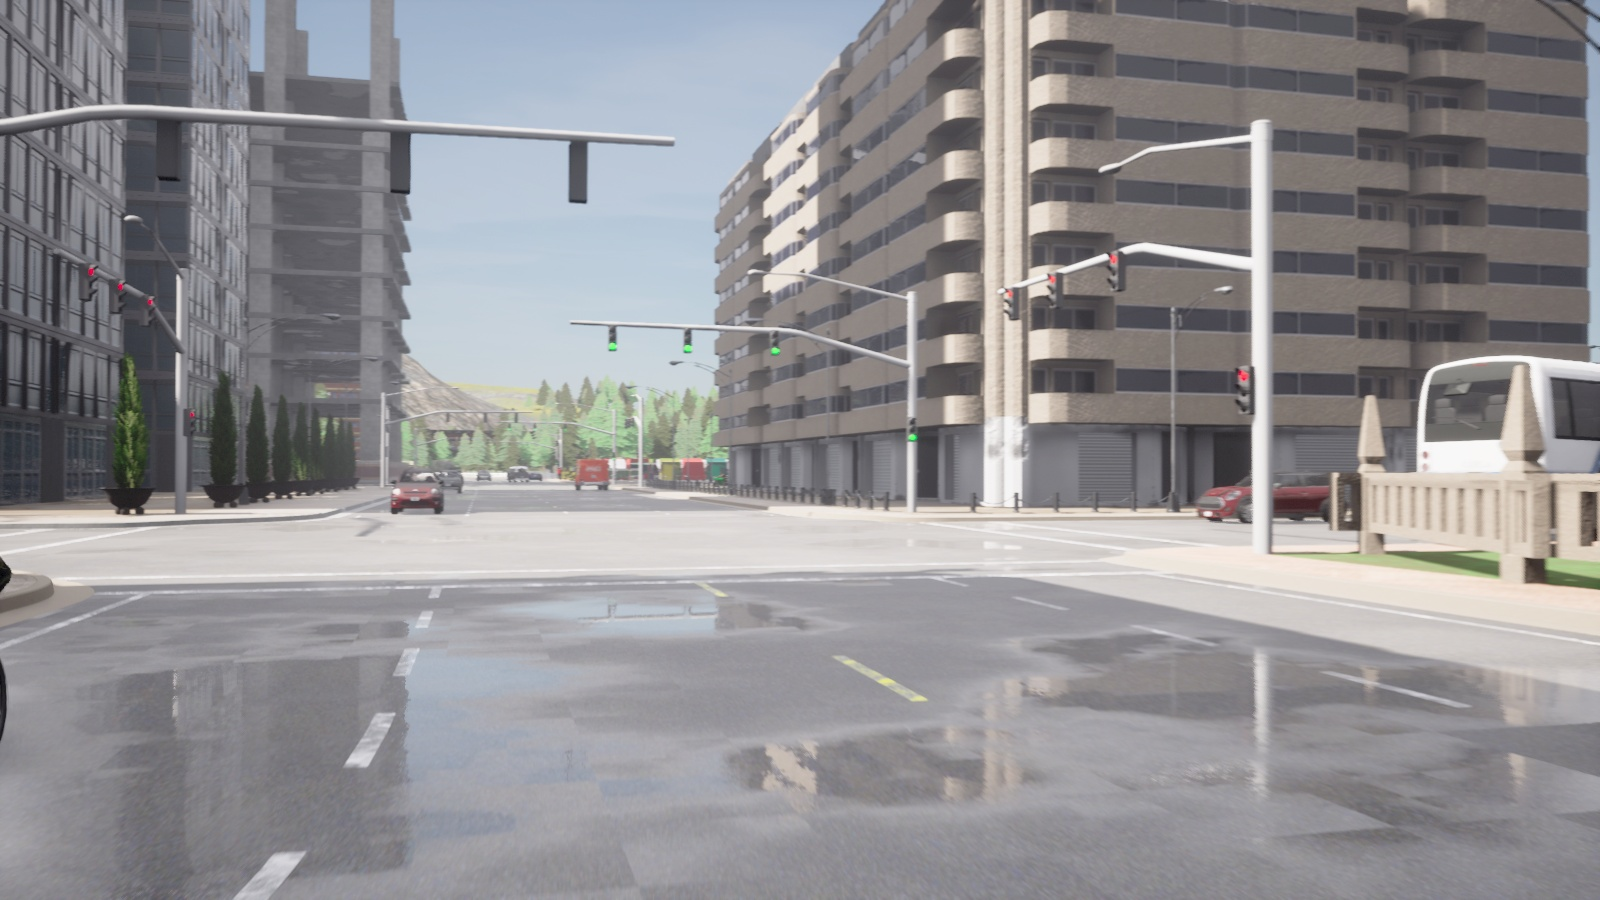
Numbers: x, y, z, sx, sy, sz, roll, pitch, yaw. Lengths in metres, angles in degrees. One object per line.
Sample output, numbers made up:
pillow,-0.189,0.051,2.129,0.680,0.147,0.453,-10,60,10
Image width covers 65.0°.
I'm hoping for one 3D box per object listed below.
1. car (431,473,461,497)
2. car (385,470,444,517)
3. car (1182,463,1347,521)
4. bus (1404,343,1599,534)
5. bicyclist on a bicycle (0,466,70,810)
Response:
car,-23.438,2.307,83.222,1.789,1.549,3.705,0,-1,-14
car,-13.923,1.547,45.563,1.851,1.617,3.988,0,-1,-14
car,14.866,1.328,40.281,4.553,1.767,2.097,0,-1,-14
bus,20.605,-0.076,32.013,10.273,4.253,3.944,1,-2,-27
bicyclist on a bicycle,-4.067,0.887,5.890,0.582,1.620,1.656,0,-1,-11
